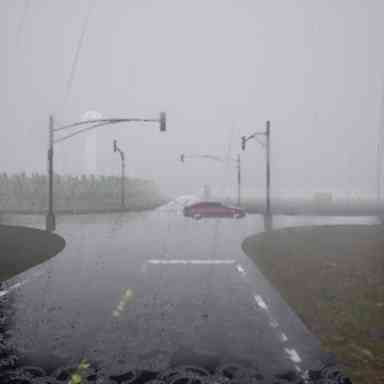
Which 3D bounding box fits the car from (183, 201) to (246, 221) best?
[{"bbox_3d":[1.645,1.376,24.705,4.674,1.442,1.812,0,0,-4],"label":"car"}]
